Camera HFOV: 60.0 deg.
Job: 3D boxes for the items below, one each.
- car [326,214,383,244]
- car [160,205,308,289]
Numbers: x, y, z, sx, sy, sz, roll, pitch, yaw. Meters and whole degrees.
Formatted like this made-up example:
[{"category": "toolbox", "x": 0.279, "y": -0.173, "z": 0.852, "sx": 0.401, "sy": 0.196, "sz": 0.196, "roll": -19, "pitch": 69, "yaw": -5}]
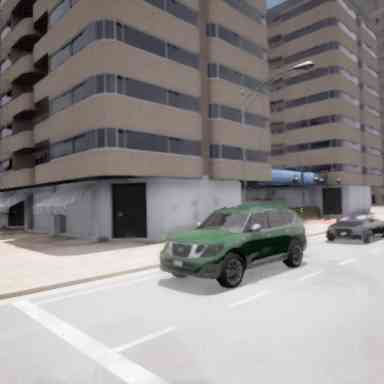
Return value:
[{"category": "car", "x": 8.765, "y": 1.838, "z": 17.585, "sx": 4.181, "sy": 1.385, "sz": 1.994, "roll": 0, "pitch": -2, "yaw": -45}, {"category": "car", "x": 1.595, "y": 1.492, "z": 10.527, "sx": 5.566, "sy": 2.045, "sz": 2.150, "roll": 0, "pitch": -2, "yaw": -45}]
